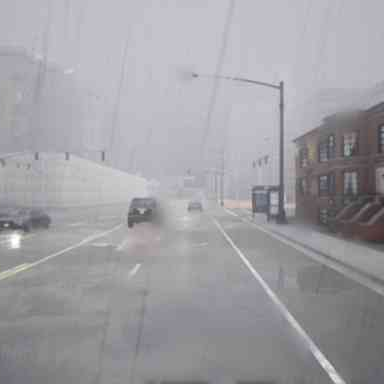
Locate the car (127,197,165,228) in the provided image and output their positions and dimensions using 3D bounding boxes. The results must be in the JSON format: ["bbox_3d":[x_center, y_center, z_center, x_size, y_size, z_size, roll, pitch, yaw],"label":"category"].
[{"bbox_3d":[-3.236,1.396,24.065,2.150,2.045,5.566,0,0,0],"label":"car"}]

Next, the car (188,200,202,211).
[{"bbox_3d":[0.419,1.844,45.730,2.128,1.511,4.902,0,0,0],"label":"car"}]

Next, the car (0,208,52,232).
[{"bbox_3d":[-10.440,1.690,20.717,1.994,1.385,4.181,0,0,1],"label":"car"}]
